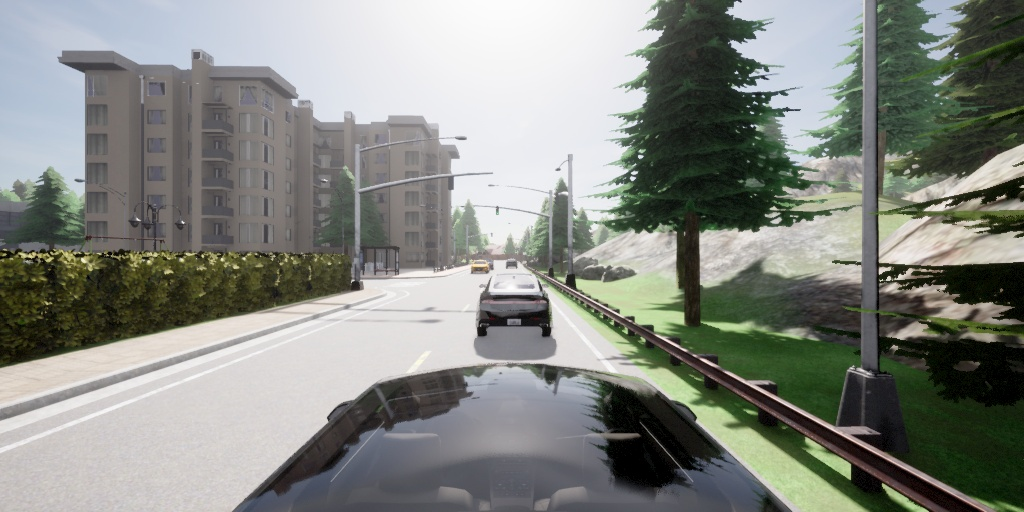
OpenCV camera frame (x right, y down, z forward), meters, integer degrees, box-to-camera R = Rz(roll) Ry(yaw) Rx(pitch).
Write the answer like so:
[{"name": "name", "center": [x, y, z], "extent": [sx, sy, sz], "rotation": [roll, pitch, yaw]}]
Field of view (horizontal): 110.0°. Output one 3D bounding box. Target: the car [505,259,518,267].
[{"name": "car", "center": [-0.050, 1.254, 60.371], "extent": [1.837, 1.490, 4.892], "rotation": [0, 0, 0]}]

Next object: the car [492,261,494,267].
[{"name": "car", "center": [-3.713, 1.102, 51.913], "extent": [2.097, 1.767, 4.553], "rotation": [0, 0, 0]}]

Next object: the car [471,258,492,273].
[{"name": "car", "center": [-3.698, 1.228, 42.302], "extent": [1.882, 1.535, 5.008], "rotation": [0, 0, 0]}]

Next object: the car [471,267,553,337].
[{"name": "car", "center": [0.057, 1.242, 10.315], "extent": [2.128, 1.511, 4.902], "rotation": [0, 0, 0]}]
